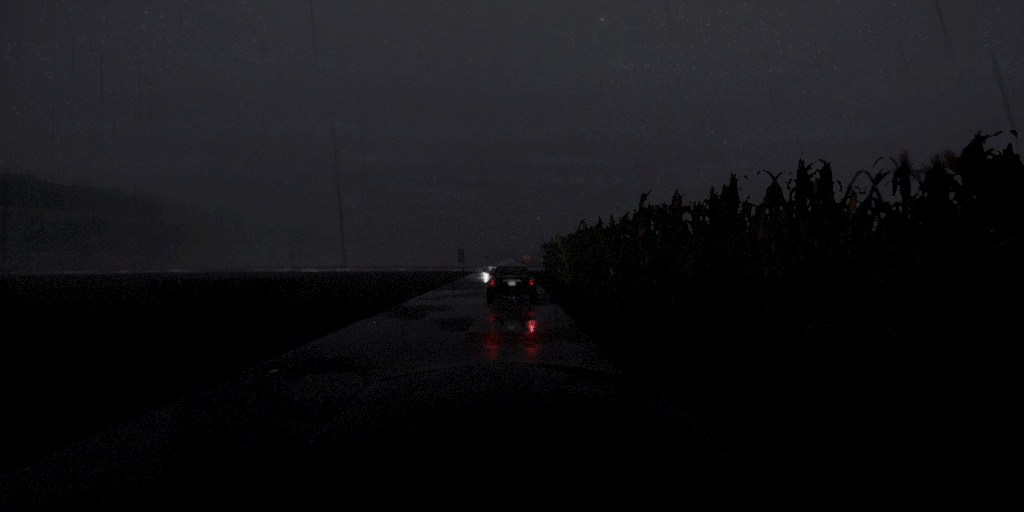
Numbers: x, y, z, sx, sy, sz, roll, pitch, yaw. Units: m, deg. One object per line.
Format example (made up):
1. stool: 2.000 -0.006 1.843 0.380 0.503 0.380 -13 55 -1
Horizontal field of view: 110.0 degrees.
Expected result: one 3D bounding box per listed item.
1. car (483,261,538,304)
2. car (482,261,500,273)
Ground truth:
1. car: 0.001 1.126 16.476 2.097 1.767 4.553 0 0 0
2. car: -2.749 1.408 47.517 2.128 1.511 4.902 0 0 0
